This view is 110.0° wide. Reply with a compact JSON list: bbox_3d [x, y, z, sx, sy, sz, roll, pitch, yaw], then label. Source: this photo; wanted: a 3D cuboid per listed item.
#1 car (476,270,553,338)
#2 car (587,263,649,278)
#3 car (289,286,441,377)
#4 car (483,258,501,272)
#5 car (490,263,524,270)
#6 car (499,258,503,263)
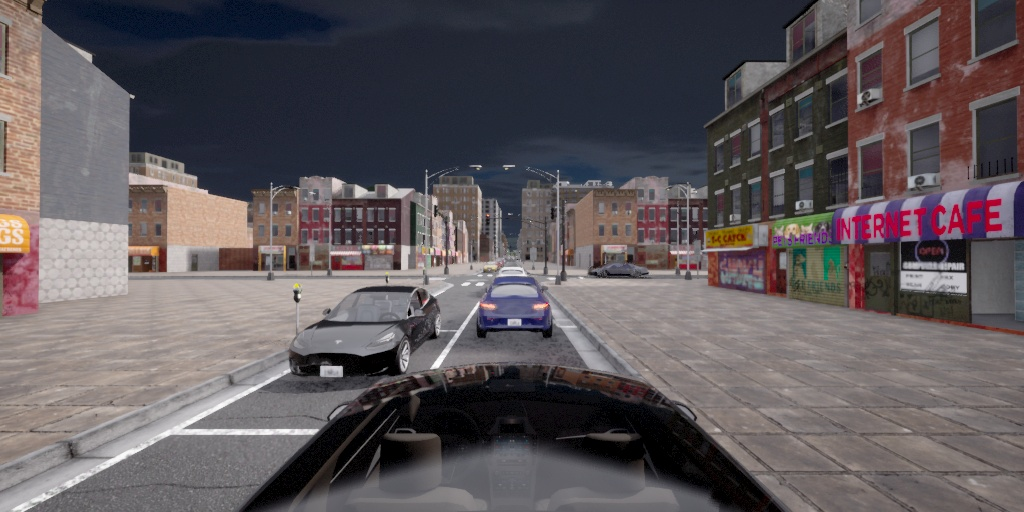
[{"bbox_3d":[0.069,1.278,10.100,1.812,1.442,4.674,0,0,0],"label":"car"},{"bbox_3d":[9.743,1.310,33.020,5.357,1.411,2.033,0,0,0],"label":"car"},{"bbox_3d":[-2.645,1.317,7.420,1.948,1.339,4.313,0,0,0],"label":"car"},{"bbox_3d":[-2.688,1.323,45.018,1.751,1.417,4.829,0,0,0],"label":"car"},{"bbox_3d":[-0.003,1.285,19.234,1.812,1.442,4.674,0,0,0],"label":"car"},{"bbox_3d":[-2.694,1.356,50.793,1.888,1.381,4.507,0,0,0],"label":"car"}]
